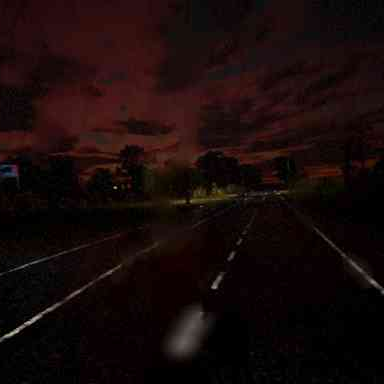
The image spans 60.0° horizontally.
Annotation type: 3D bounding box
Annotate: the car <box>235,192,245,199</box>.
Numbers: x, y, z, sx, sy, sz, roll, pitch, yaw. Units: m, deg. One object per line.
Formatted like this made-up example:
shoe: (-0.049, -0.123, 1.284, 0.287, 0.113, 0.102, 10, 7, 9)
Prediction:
car: (10.852, 0.724, 74.659, 1.994, 1.385, 4.181, -3, 0, 14)
